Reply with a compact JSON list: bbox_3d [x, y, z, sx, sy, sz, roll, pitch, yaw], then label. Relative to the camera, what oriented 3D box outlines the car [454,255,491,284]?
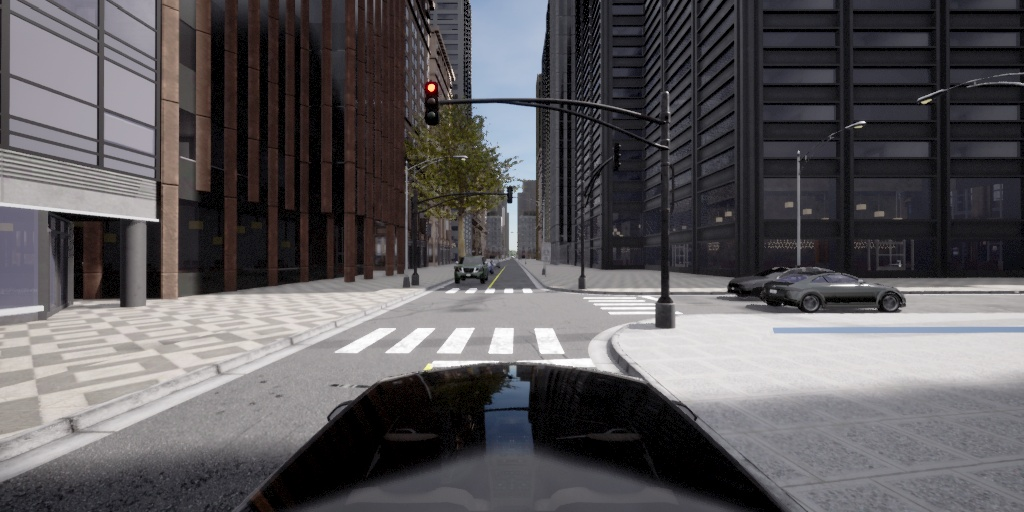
[{"bbox_3d":[-3.027,0.975,27.647,2.150,2.045,5.566,0,0,0],"label":"car"}]

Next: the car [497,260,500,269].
[{"bbox_3d":[-2.886,1.295,57.960,2.128,1.511,4.902,0,0,1],"label":"car"}]

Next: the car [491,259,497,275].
[{"bbox_3d":[-2.992,1.289,39.706,1.812,1.442,4.674,0,0,0],"label":"car"}]

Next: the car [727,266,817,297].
[{"bbox_3d":[12.412,1.207,16.205,4.892,1.490,1.837,0,0,0],"label":"car"}]

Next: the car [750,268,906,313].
[{"bbox_3d":[11.556,1.257,13.104,4.181,1.385,1.994,0,0,0],"label":"car"}]
